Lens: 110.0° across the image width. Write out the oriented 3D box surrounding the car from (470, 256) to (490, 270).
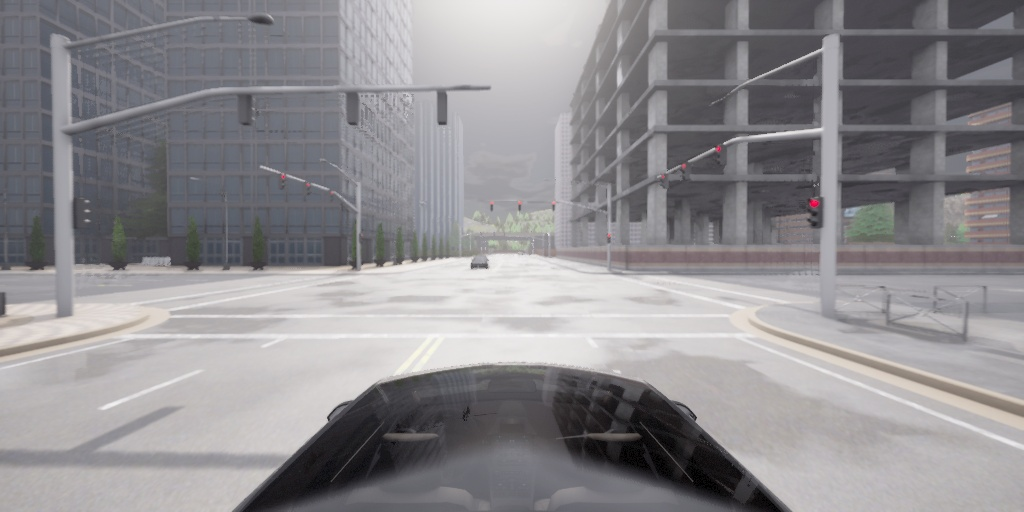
[{"bbox_3d":[-3.495,0.703,39.747,1.882,1.535,5.008,0,2,0],"label":"car"}]
